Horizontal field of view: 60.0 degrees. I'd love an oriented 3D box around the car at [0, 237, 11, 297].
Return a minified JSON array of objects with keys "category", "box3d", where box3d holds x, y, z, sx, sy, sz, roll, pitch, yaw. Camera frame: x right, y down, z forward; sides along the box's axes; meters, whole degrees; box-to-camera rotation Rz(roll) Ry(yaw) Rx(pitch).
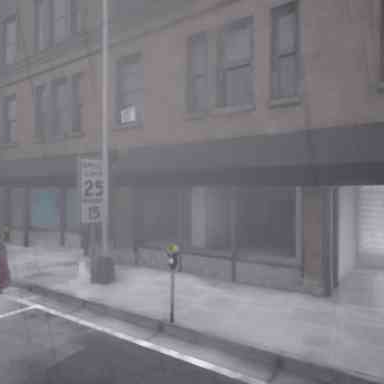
[{"category":"car","box3d":[-5.870,1.399,7.135,5.009,1.841,2.192,-1,0,36]}]
